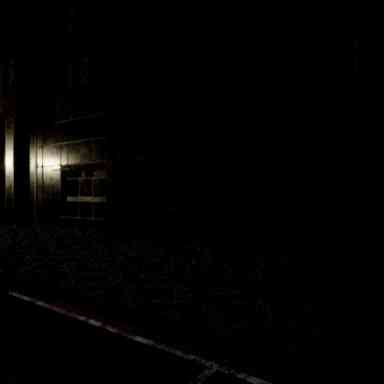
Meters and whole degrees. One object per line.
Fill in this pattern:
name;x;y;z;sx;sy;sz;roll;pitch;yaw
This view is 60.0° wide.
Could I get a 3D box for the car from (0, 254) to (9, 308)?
car;-5.626;1.337;6.536;4.553;1.767;2.097;0;0;36
